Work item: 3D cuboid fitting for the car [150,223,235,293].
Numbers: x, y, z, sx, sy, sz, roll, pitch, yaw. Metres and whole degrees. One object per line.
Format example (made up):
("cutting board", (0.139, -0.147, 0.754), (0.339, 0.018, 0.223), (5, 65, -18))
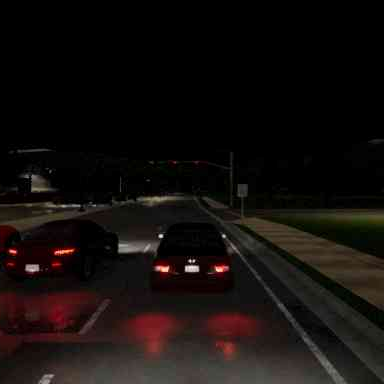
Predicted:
("car", (0.007, 1.547, 8.991), (2.033, 1.411, 5.357), (0, 0, 0))

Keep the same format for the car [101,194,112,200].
("car", (-23.265, 1.428, 90.496), (1.837, 1.490, 4.892), (0, 0, 0))

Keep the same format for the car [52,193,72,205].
("car", (-23.318, 1.218, 60.274), (2.150, 2.045, 5.566), (0, 0, 0))

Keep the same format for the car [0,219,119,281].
("car", (-3.496, 1.525, 9.702), (1.812, 1.442, 4.674), (0, 0, 1))

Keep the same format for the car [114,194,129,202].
("car", (-16.269, 1.471, 75.482), (1.882, 1.535, 5.008), (0, 0, 0))

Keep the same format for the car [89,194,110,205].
("car", (-16.327, 1.541, 60.036), (2.033, 1.411, 5.357), (0, 0, 1))

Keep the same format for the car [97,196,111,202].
("car", (-19.769, 1.545, 74.775), (1.994, 1.385, 4.181), (0, 0, 0))

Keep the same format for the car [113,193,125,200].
("car", (-19.765, 1.292, 90.128), (2.097, 1.767, 4.553), (0, 0, 0))

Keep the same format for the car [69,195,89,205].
("car", (-19.828, 1.595, 59.817), (1.895, 1.301, 4.718), (0, 0, 0))

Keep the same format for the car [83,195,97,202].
("car", (-23.269, 1.517, 75.797), (1.812, 1.442, 4.674), (0, 0, 0))

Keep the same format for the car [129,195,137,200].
("car", (-16.265, 1.464, 90.918), (2.033, 1.411, 5.357), (0, 0, 0))
